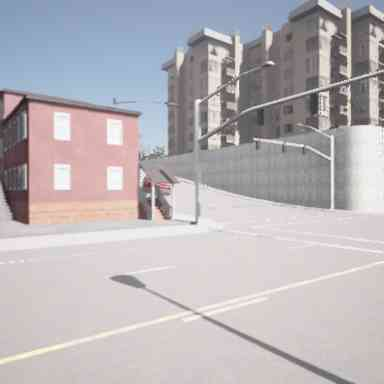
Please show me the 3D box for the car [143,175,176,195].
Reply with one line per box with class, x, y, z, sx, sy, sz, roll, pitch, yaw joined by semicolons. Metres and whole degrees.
car;-4.217;-0.901;42.123;2.150;2.045;5.566;0;11;-35
